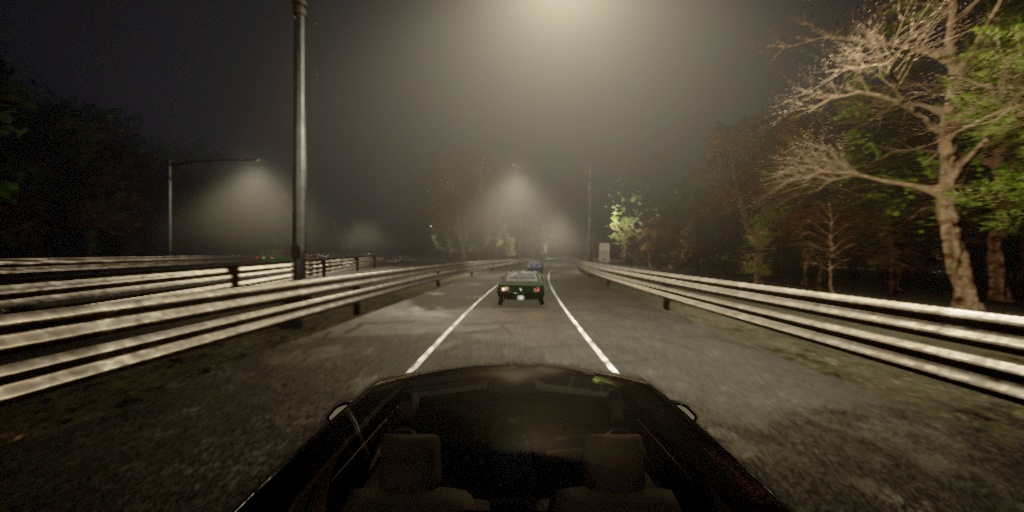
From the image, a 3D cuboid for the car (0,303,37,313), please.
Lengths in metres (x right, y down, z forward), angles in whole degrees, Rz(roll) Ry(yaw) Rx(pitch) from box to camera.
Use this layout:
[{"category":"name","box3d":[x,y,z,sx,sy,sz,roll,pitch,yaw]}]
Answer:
[{"category":"car","box3d":[-12.910,1.024,6.826,2.033,1.411,5.357,0,1,-13]}]

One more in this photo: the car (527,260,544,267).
[{"category":"car","box3d":[2.757,1.153,42.074,2.033,1.411,5.357,0,0,8]}]

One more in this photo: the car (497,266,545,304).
[{"category":"car","box3d":[0.443,1.307,15.996,1.895,1.301,4.718,0,0,3]}]

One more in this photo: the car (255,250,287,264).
[{"category":"car","box3d":[-28.203,0.309,42.751,2.150,2.045,5.566,0,0,-10]}]

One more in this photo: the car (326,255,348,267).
[{"category":"car","box3d":[-21.480,0.574,44.016,1.882,1.535,5.008,0,1,-18]}]

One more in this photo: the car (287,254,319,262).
[{"category":"car","box3d":[-24.783,0.562,43.187,1.882,1.535,5.008,0,1,-12]}]
